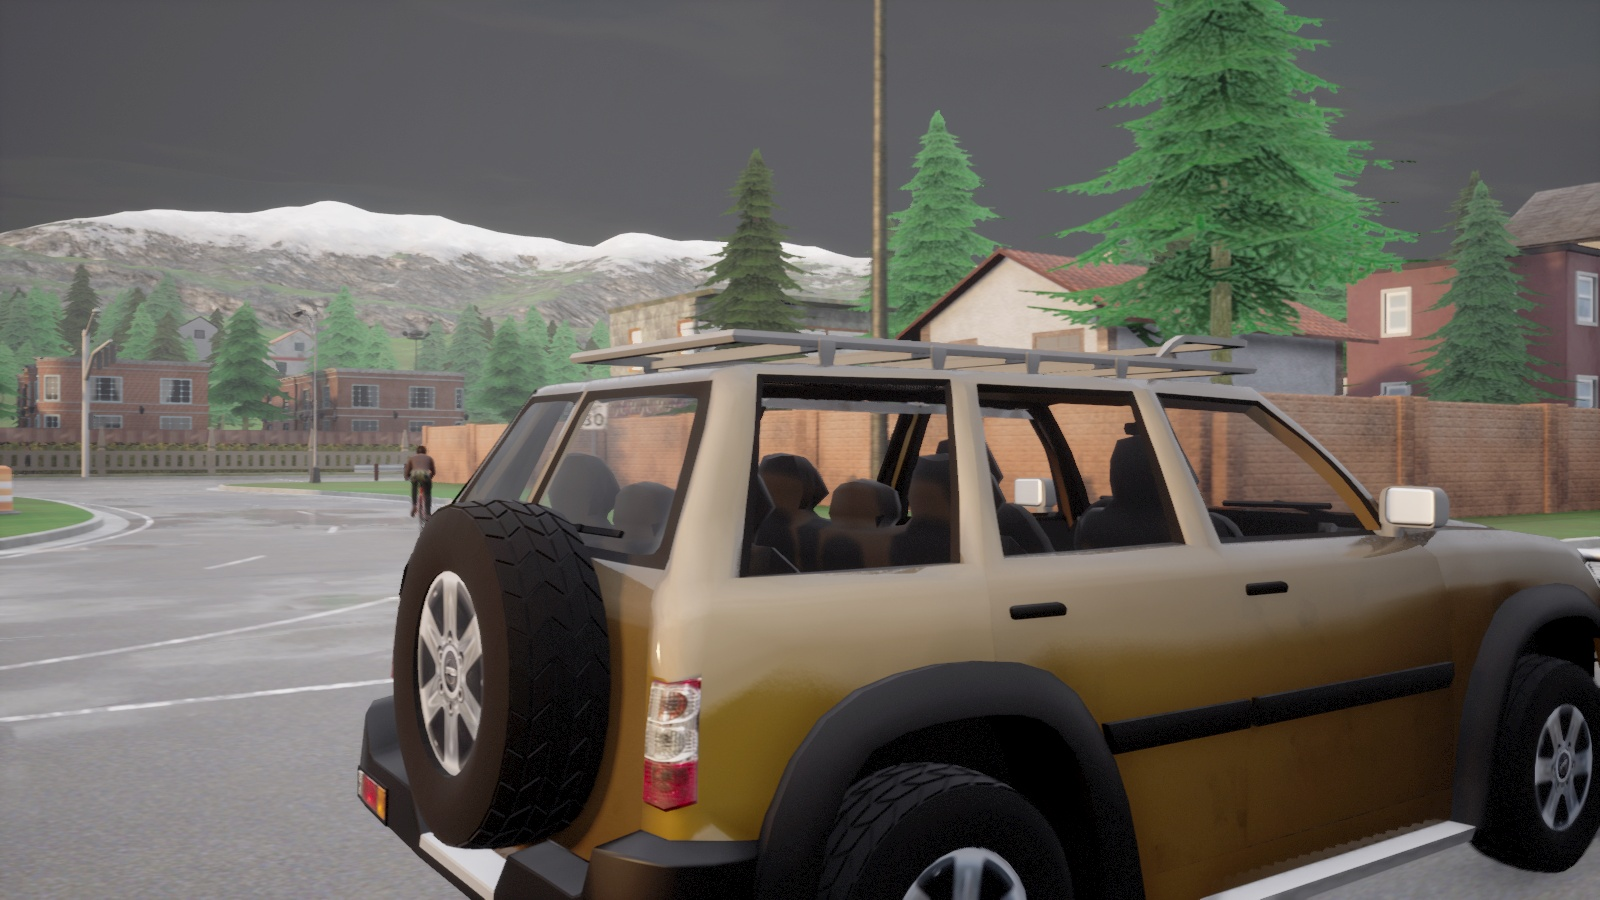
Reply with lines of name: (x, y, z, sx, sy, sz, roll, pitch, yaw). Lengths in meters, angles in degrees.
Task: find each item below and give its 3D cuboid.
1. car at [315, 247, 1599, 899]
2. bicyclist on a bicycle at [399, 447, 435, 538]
car: (0.970, 0.570, 4.335, 4.605, 1.855, 1.932, 0, 0, -35)
bicyclist on a bicycle: (-7.132, 0.770, 23.420, 0.582, 1.620, 1.656, -1, 0, -15)
